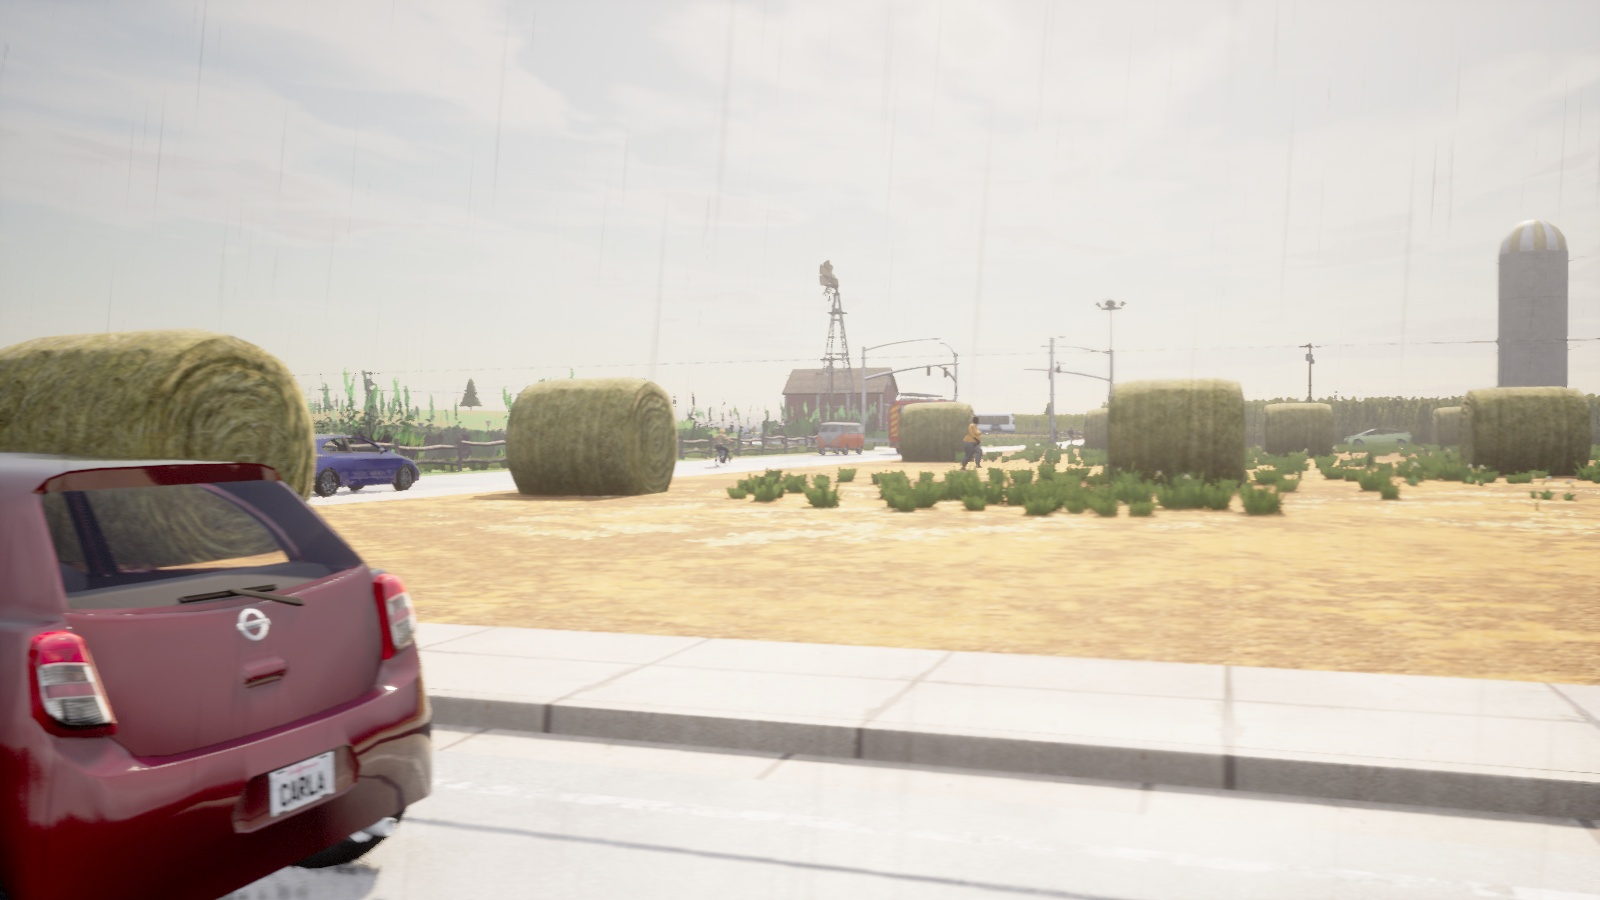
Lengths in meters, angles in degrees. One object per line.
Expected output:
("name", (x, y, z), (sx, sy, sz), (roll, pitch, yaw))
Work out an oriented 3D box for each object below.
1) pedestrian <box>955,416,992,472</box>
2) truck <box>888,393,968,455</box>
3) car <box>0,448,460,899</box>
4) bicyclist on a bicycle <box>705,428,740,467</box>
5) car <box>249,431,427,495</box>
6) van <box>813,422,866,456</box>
("pedestrian", (5.759, -0.208, 41.664), (0.900, 1.855, 0.874), (1, 1, 35))
("truck", (8.414, -1.647, 81.544), (2.891, 3.827, 8.468), (1, 1, 22))
("car", (-3.259, 0.759, 4.290), (3.633, 1.501, 1.845), (1, 1, 19))
("bicyclist on a bicycle", (-3.198, -0.115, 51.920), (0.866, 1.612, 1.509), (1, 1, 21))
("car", (-11.341, 0.264, 31.153), (1.816, 1.474, 4.193), (1, 1, 21))
("van", (2.416, -0.662, 75.872), (1.775, 1.987, 4.442), (1, 1, 21))
